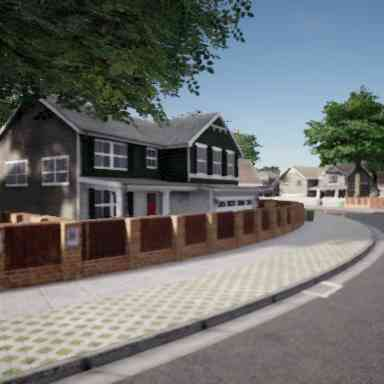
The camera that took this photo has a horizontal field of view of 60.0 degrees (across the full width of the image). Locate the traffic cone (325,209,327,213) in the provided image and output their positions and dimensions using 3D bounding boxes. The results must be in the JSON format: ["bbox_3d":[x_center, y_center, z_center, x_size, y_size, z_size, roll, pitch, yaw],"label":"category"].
[{"bbox_3d":[14.868,2.103,36.940,0.340,0.580,0.340,0,0,-1],"label":"traffic cone"}]

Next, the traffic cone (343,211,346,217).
[{"bbox_3d":[14.716,2.089,32.231,0.340,0.580,0.340,0,0,5],"label":"traffic cone"}]
